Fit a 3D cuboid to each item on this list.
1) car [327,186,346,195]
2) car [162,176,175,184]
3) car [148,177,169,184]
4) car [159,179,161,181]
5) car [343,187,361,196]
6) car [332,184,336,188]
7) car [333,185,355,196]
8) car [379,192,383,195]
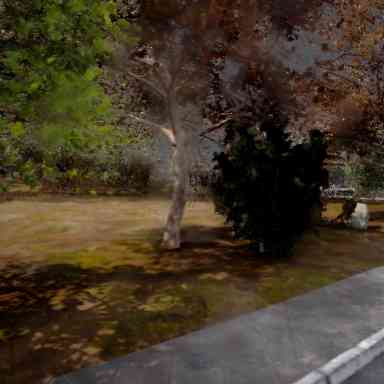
[{"bbox_3d":[29.414,-0.341,67.469,1.946,1.575,5.366,5,3,41],"label":"car"},{"bbox_3d":[-4.230,-2.583,79.320,2.163,1.488,4.792,5,3,41],"label":"car"},{"bbox_3d":[-8.410,-2.959,82.956,2.231,1.521,4.892,5,3,41],"label":"car"},{"bbox_3d":[-6.432,-2.790,81.005,1.946,1.575,5.366,5,3,41],"label":"car"},{"bbox_3d":[31.627,-0.100,65.810,2.002,1.452,4.674,5,3,41],"label":"car"},{"bbox_3d":[23.137,-0.445,55.903,2.435,2.045,5.566,5,3,41],"label":"car"},{"bbox_3d":[25.209,0.003,54.092,2.097,1.535,5.008,5,3,41],"label":"car"},{"bbox_3d":[35.757,0.122,62.310,2.185,1.767,4.553,5,3,41],"label":"car"}]
